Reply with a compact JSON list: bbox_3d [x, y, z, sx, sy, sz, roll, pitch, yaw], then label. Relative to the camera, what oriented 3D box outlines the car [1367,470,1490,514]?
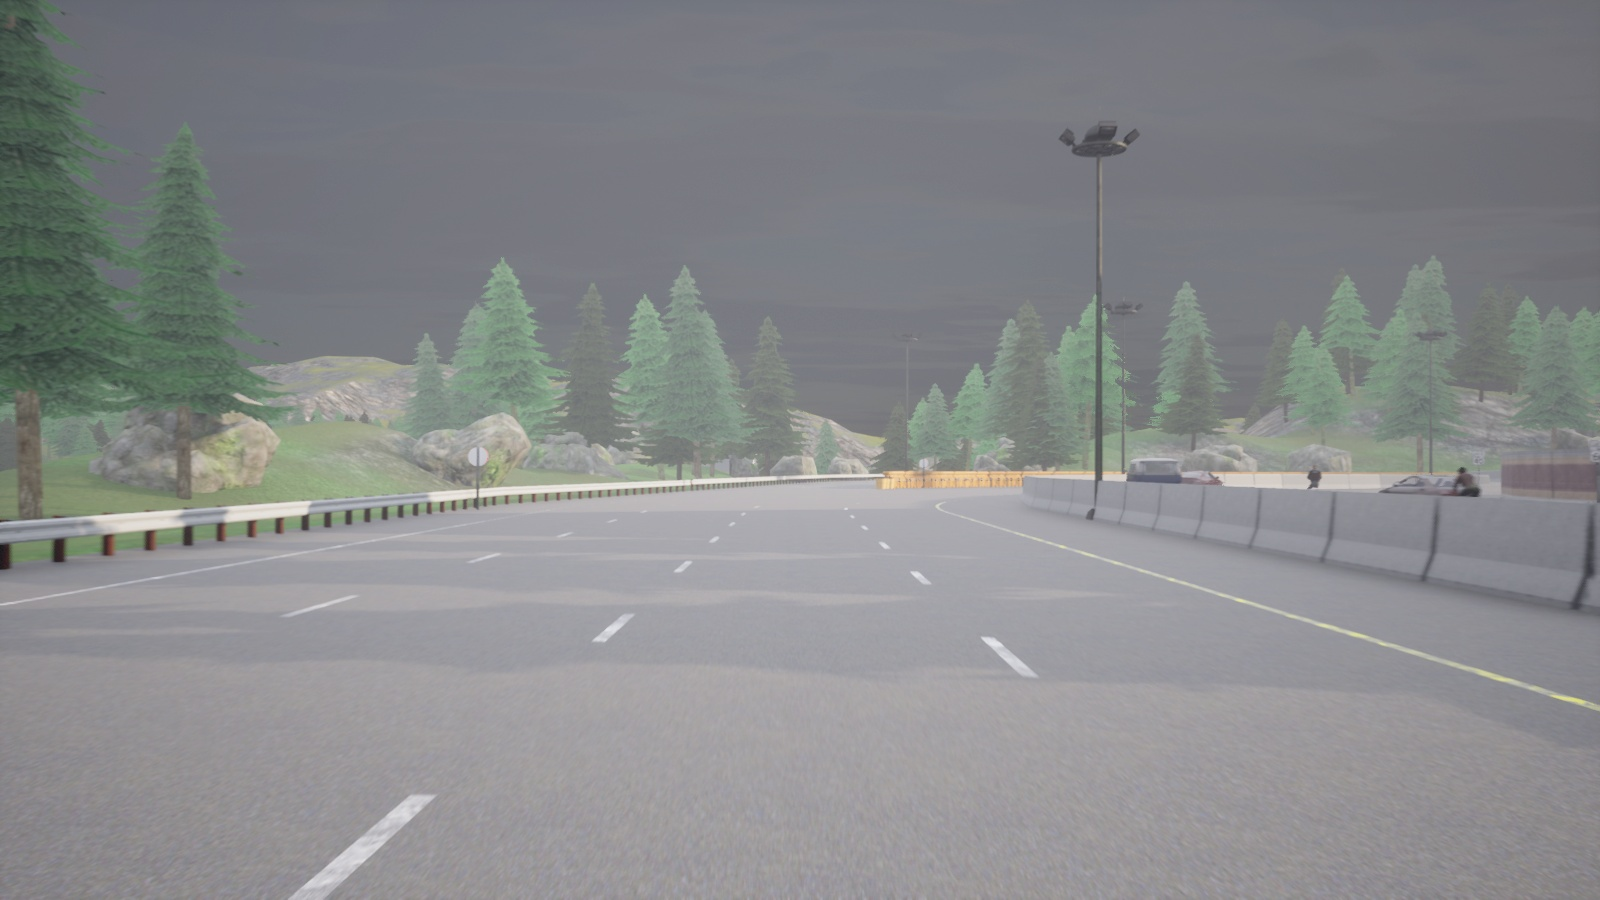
[{"bbox_3d":[20.909,1.354,41.999,1.994,1.385,4.181,0,-1,0],"label":"car"}]

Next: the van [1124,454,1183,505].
[{"bbox_3d":[14.613,1.204,52.087,1.775,1.987,4.442,-1,-1,8],"label":"van"}]

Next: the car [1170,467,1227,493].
[{"bbox_3d":[22.982,1.709,72.300,1.812,1.442,4.674,-1,-1,35],"label":"car"}]
